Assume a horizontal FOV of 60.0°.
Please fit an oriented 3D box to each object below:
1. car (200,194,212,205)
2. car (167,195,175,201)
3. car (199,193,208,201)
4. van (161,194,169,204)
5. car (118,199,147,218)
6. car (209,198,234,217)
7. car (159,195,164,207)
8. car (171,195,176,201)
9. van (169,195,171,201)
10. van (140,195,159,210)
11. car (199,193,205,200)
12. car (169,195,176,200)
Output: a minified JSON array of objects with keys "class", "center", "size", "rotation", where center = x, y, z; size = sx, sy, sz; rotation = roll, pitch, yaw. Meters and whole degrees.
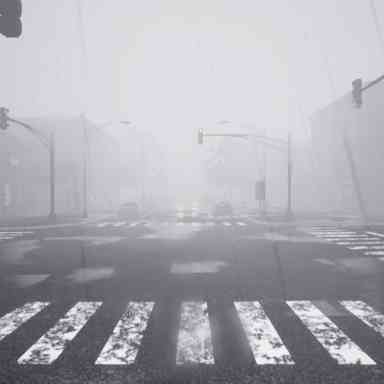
[{"class":"car","center":[2.918,1.539,58.114],"size":[2.008,1.369,4.403],"rotation":[-1,0,0]},{"class":"car","center":[-5.352,1.526,85.879],"size":[1.887,1.381,4.507],"rotation":[0,0,0]},{"class":"car","center":[3.026,1.296,85.845],"size":[2.192,1.841,5.009],"rotation":[-1,0,0]},{"class":"van","center":[-5.465,1.329,58.147],"size":[1.690,1.788,3.998],"rotation":[0,0,0]},{"class":"car","center":[-5.572,1.577,30.416],"size":[1.802,1.307,4.206],"rotation":[0,0,0]},{"class":"car","center":[2.808,1.520,30.552],"size":[1.752,1.417,4.829],"rotation":[-1,0,0]},{"class":"car","center":[-5.507,1.536,47.055],"size":[1.887,1.381,4.507],"rotation":[0,0,0]},{"class":"car","center":[-5.375,1.549,80.332],"size":[1.947,1.339,4.313],"rotation":[0,0,0]},{"class":"van","center":[-5.442,1.328,63.693],"size":[1.690,1.788,3.998],"rotation":[0,0,0]},{"class":"van","center":[-5.530,1.333,41.508],"size":[1.690,1.788,3.998],"rotation":[0,0,0]},{"class":"car","center":[2.984,1.550,74.752],"size":[1.947,1.339,4.313],"rotation":[-1,0,0]},{"class":"car","center":[-5.331,1.562,91.424],"size":[1.802,1.307,4.206],"rotation":[0,0,0]}]
